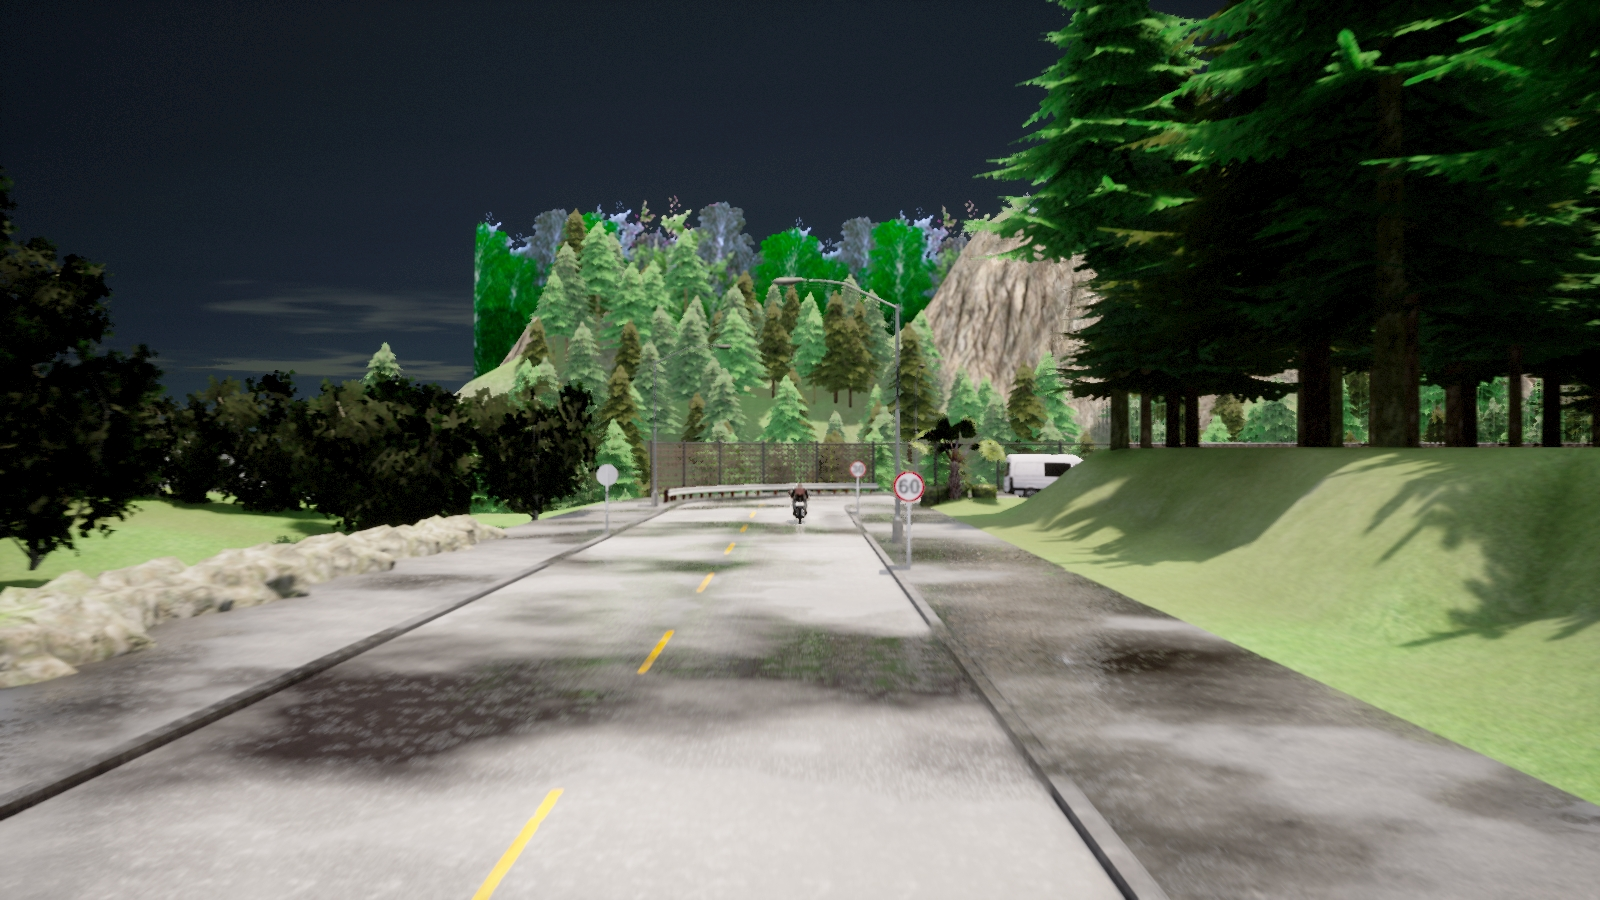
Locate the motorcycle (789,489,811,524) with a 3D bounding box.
[{"bbox_3d":[0.000,2.186,44.420,0.867,1.251,2.209,0,0,0],"label":"motorcycle"}]
